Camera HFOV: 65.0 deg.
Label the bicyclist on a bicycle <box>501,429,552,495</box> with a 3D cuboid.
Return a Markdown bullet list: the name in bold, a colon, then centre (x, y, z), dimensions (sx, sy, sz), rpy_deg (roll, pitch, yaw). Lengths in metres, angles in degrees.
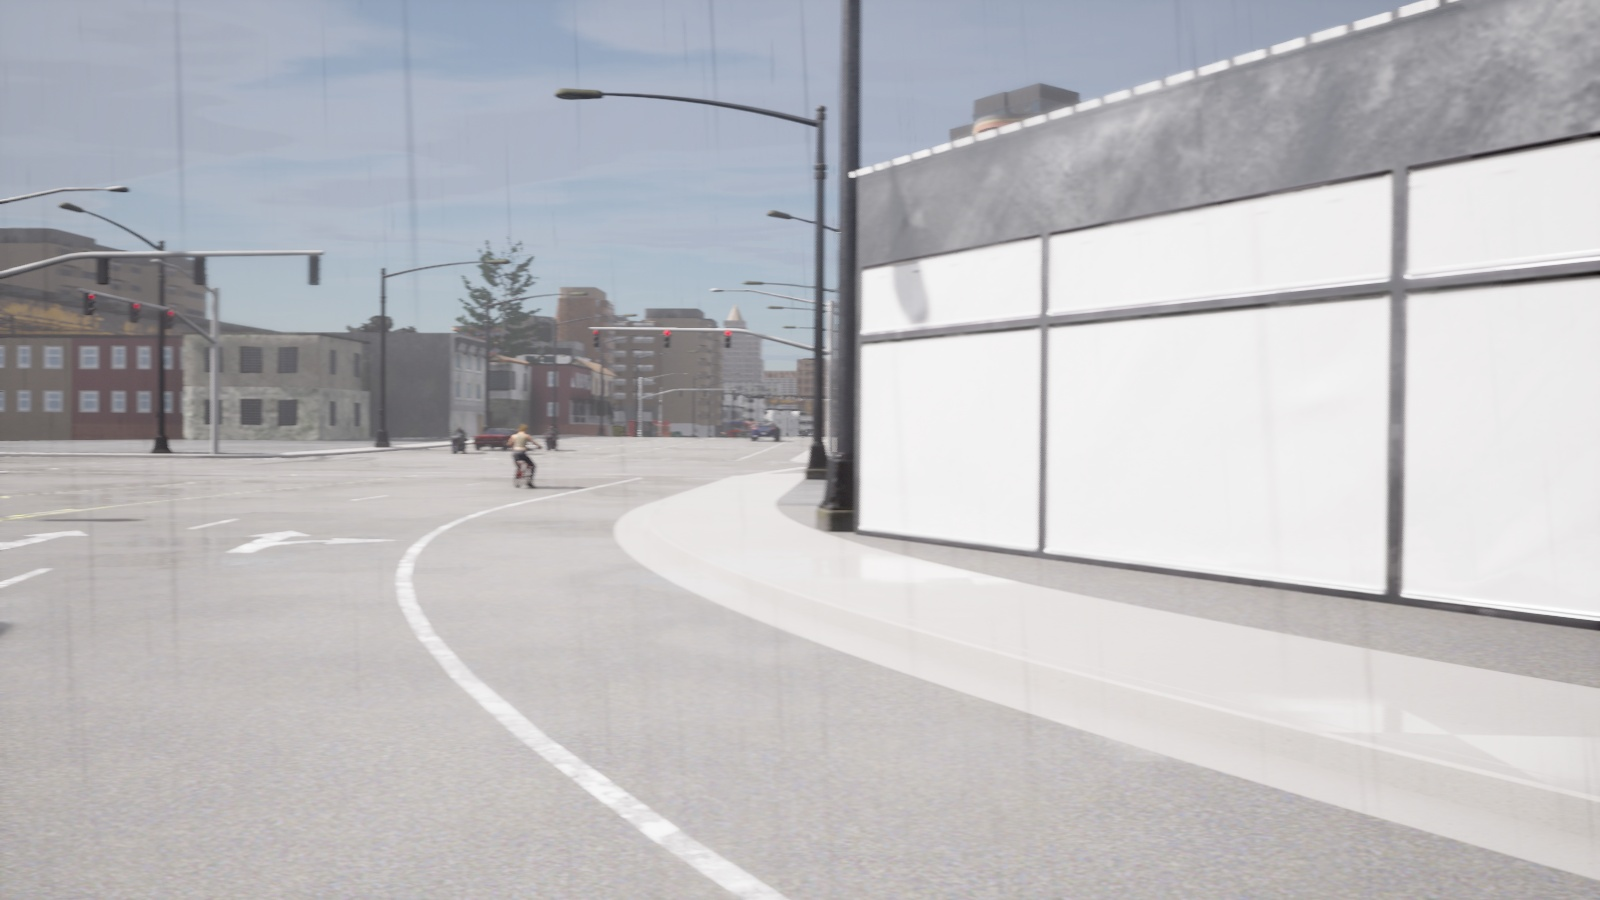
- **bicyclist on a bicycle**: centre (-6.882, 0.275, 31.648), dimensions (0.866, 1.612, 1.509), rpy_deg (0, 1, 3)

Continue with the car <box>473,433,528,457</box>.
- **car**: centre (-17.933, -0.317, 75.409), dimensions (1.895, 1.301, 4.718), rpy_deg (0, 2, 3)

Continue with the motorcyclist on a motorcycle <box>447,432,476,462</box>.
- **motorcyclist on a motorcycle**: centre (-18.321, -0.170, 68.039), dimensions (0.866, 1.530, 2.191), rpy_deg (-1, 2, 3)

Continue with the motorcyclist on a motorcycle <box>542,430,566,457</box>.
- **motorcyclist on a motorcycle**: centre (-14.499, -0.376, 74.076), dimensions (0.866, 1.530, 2.191), rpy_deg (0, 2, 3)
